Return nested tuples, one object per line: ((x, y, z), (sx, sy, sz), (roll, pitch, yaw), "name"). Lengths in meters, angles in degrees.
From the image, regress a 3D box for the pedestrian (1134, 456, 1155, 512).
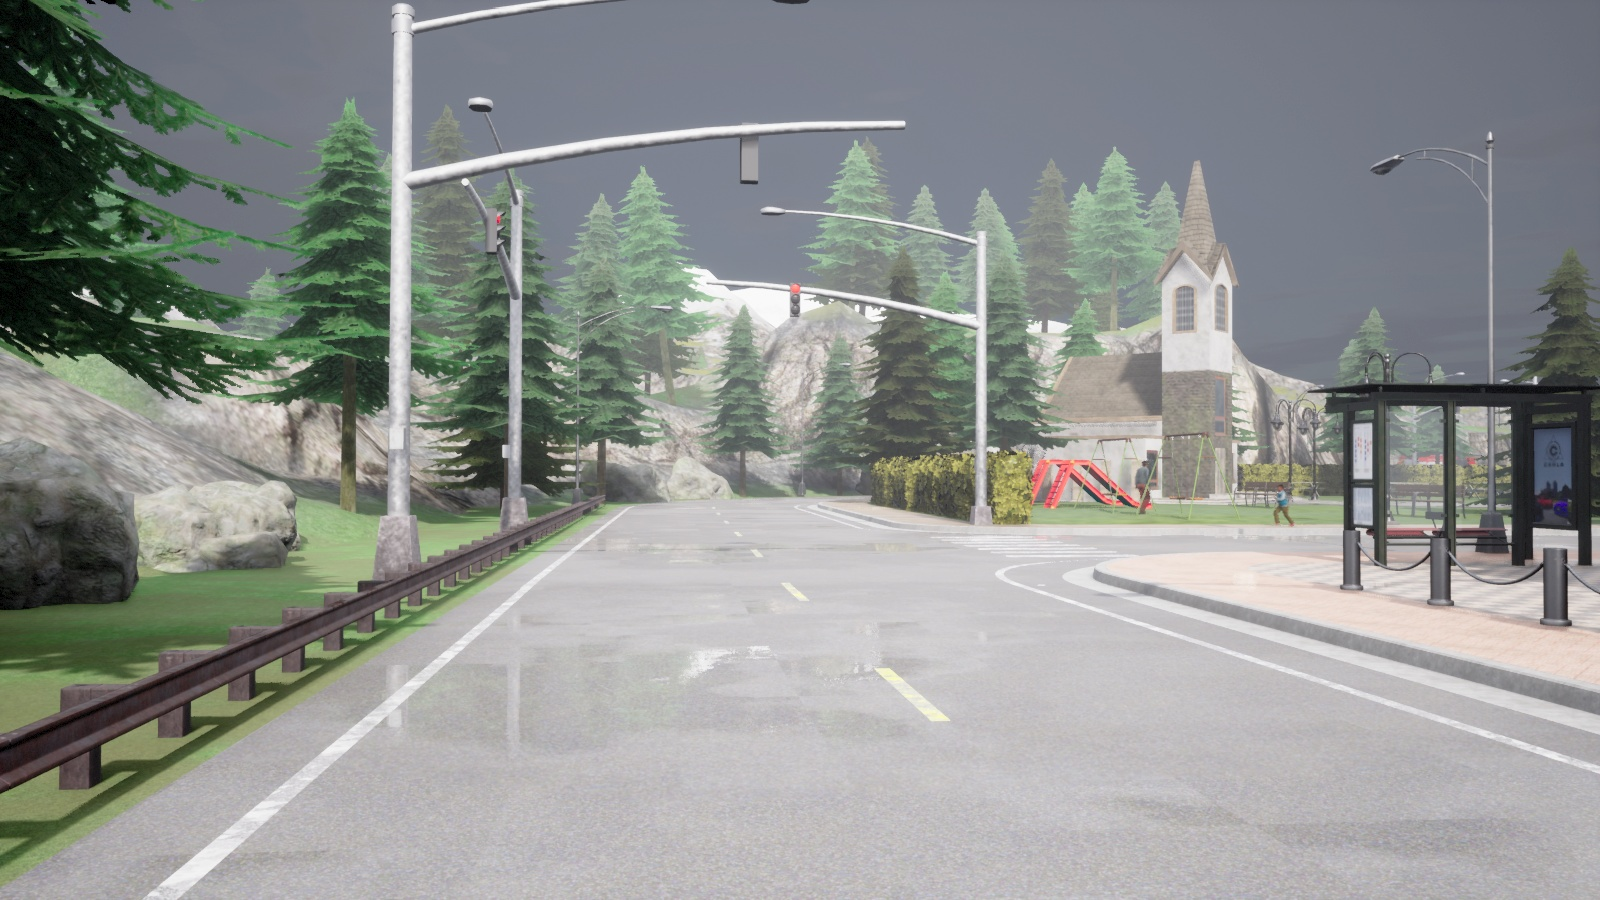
((11.400, 1.111, 41.556), (0.614, 1.847, 0.353), (0, -1, -32), "pedestrian")

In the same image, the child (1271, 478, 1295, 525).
((12.493, 1.334, 32.475), (0.448, 1.192, 0.343), (0, -1, -11), "child")
